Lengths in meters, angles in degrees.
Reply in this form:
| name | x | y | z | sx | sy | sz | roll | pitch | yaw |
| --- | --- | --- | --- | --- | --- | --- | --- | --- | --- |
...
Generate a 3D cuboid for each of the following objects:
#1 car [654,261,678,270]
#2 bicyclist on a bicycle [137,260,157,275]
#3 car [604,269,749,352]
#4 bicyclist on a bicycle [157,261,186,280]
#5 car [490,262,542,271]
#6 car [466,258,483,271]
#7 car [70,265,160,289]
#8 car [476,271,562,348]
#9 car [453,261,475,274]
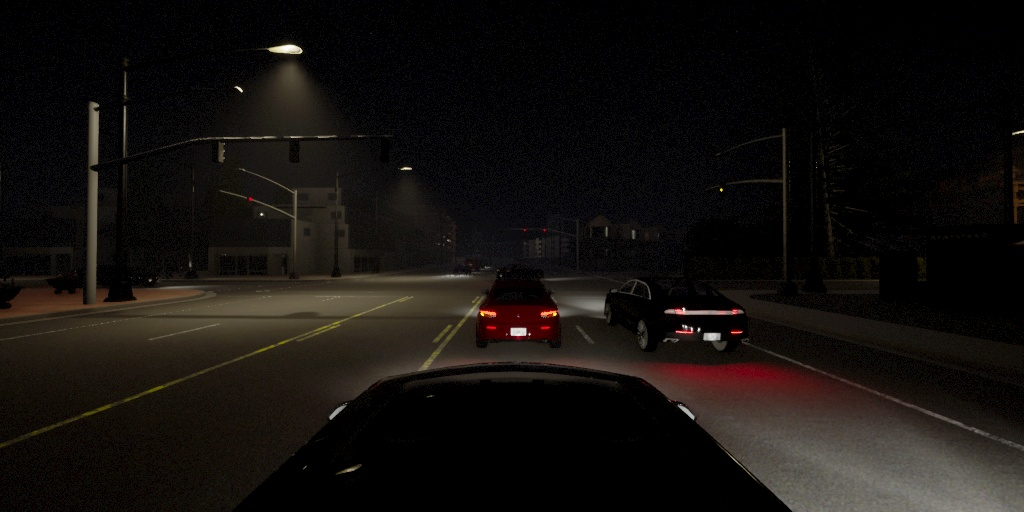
| name | x | y | z | sx | sy | sz | roll | pitch | yaw |
| --- | --- | --- | --- | --- | --- | --- | --- | --- | --- |
| car | 22.955 | 1.578 | 53.346 | 4.553 | 1.767 | 2.097 | 1 | -1 | -44 |
| bicyclist on a bicycle | -31.228 | 1.144 | 31.313 | 1.656 | 1.620 | 0.582 | 22 | 1 | -25 |
| car | 3.655 | 1.250 | 8.895 | 2.128 | 1.511 | 4.902 | 0 | 0 | 1 |
| bicyclist on a bicycle | -29.288 | 1.229 | 31.026 | 1.656 | 1.620 | 0.582 | 1 | -1 | -22 |
| car | 0.782 | 1.423 | 30.974 | 2.128 | 1.511 | 4.902 | -1 | -1 | 44 |
| car | -6.387 | 1.354 | 57.237 | 2.150 | 2.045 | 5.566 | 0 | 1 | 1 |
| car | -25.856 | 1.330 | 23.292 | 4.892 | 1.490 | 1.837 | 0 | -1 | 1 |
| car | 0.165 | 1.288 | 9.140 | 1.812 | 1.442 | 4.674 | 0 | 0 | 1 |
| car | -6.536 | 1.692 | 47.279 | 1.895 | 1.301 | 4.718 | 0 | 0 | 2 |
